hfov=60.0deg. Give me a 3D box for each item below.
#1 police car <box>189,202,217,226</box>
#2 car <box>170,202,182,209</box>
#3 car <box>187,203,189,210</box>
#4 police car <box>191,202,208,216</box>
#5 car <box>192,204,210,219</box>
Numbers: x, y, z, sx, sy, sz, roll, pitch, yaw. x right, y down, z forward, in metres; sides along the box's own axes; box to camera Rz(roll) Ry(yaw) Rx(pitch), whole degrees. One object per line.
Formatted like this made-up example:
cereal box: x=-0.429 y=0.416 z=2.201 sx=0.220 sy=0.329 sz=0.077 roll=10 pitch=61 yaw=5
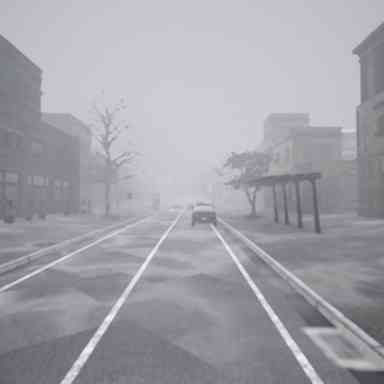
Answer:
police car: x=0.902 y=1.745 z=26.426 sx=1.930 sy=1.638 sz=5.238 roll=0 pitch=-1 yaw=0
car: x=-3.019 y=2.606 z=64.585 sx=1.812 sy=1.442 sz=4.674 roll=0 pitch=-1 yaw=1
car: x=0.005 y=2.568 z=62.564 sx=1.812 sy=1.442 sz=4.674 roll=0 pitch=-1 yaw=0
police car: x=0.903 y=2.068 z=42.424 sx=1.930 sy=1.638 sz=5.238 roll=0 pitch=-1 yaw=0
car: x=0.903 y=2.045 z=36.312 sx=1.812 sy=1.442 sz=4.674 roll=0 pitch=-1 yaw=0
